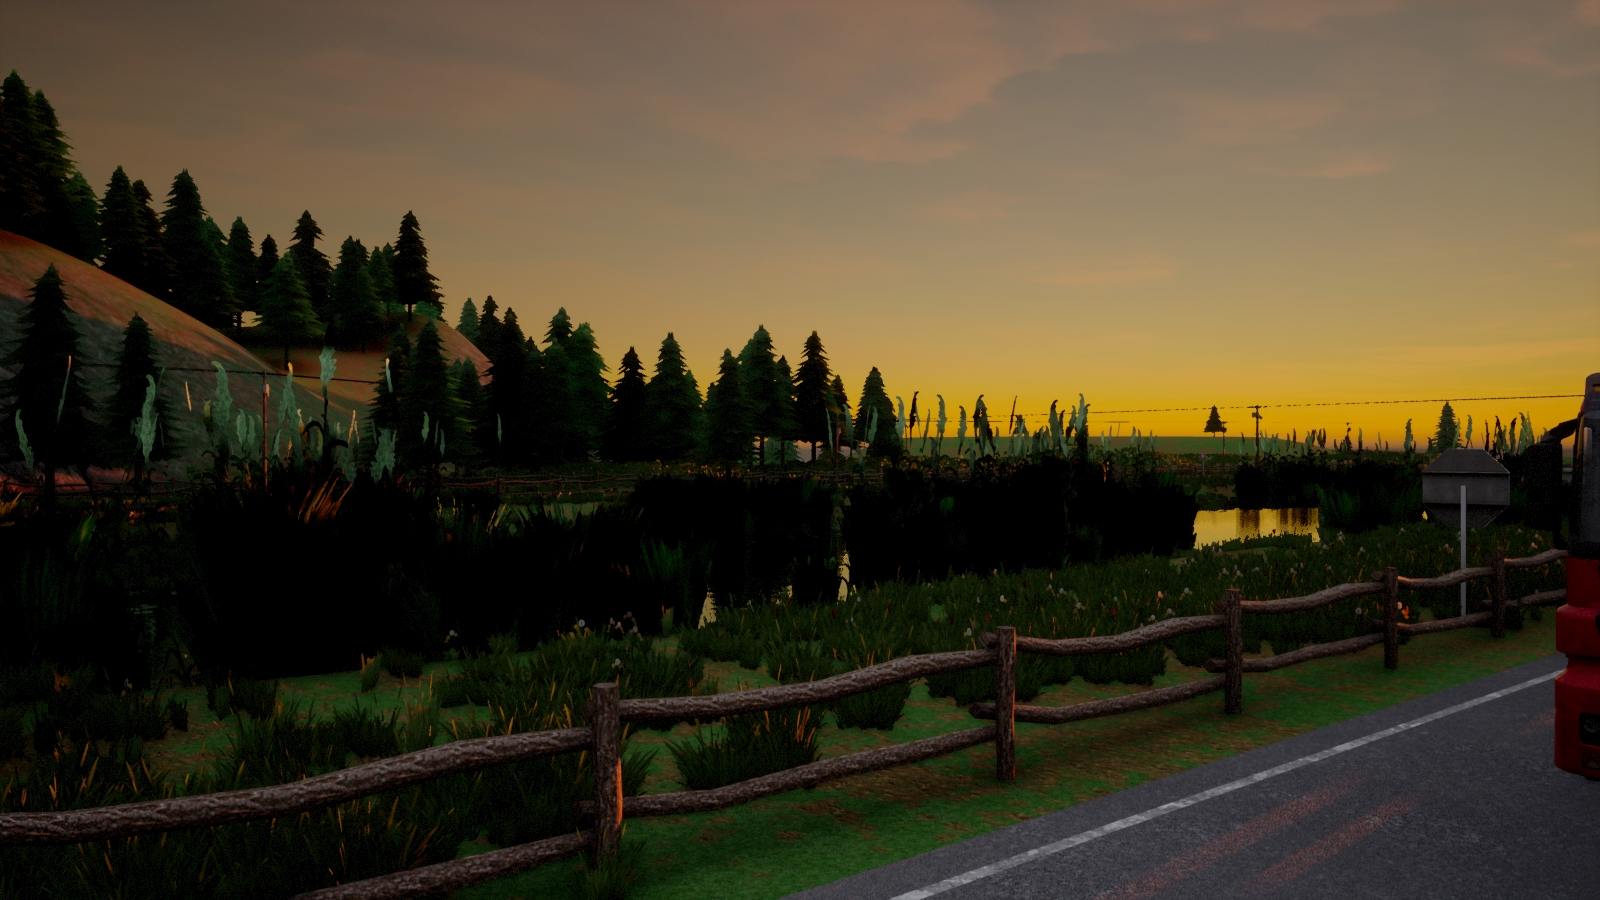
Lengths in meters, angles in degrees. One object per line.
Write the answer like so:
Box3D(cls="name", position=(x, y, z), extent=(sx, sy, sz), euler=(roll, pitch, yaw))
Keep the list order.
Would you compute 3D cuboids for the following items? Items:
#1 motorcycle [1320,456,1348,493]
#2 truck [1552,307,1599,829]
Box3D(cls="motorcycle", position=(34.823, 1.577, 74.499), extent=(2.033, 2.348, 0.803), euler=(0, 0, -39))
Box3D(cls="truck", position=(9.443, 0.862, 10.928), extent=(2.891, 3.827, 8.468), euler=(0, 0, 39))
